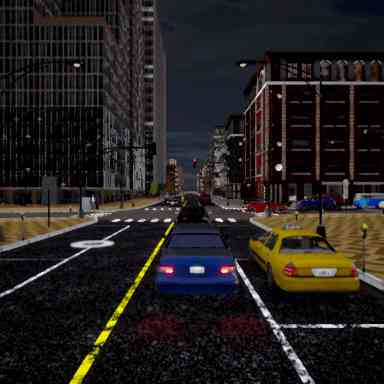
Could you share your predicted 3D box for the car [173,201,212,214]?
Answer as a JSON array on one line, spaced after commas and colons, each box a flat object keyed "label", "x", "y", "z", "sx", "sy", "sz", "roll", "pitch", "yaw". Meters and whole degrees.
[{"label": "car", "x": 0.086, "y": 1.501, "z": 18.654, "sx": 1.837, "sy": 1.490, "sz": 4.892, "roll": 0, "pitch": 0, "yaw": 0}]

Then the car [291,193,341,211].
[{"label": "car", "x": 13.290, "y": 1.155, "z": 36.452, "sx": 4.553, "sy": 1.767, "sz": 2.097, "roll": -1, "pitch": 0, "yaw": -1}]

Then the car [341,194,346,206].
[{"label": "car", "x": 15.318, "y": 1.086, "z": 38.953, "sx": 5.009, "sy": 1.841, "sz": 2.192, "roll": -1, "pitch": 1, "yaw": -1}]

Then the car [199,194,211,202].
[{"label": "car", "x": 2.571, "y": 1.305, "z": 63.411, "sx": 2.192, "sy": 1.841, "sz": 5.009, "roll": 0, "pitch": 0, "yaw": 0}]

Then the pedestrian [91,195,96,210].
[{"label": "pedestrian", "x": -12.343, "y": 1.262, "z": 41.602, "sx": 0.375, "sy": 1.860, "sz": 0.375, "roll": 0, "pitch": 1, "yaw": -1}]

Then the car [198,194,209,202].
[{"label": "car", "x": 2.573, "y": 1.305, "z": 74.597, "sx": 2.192, "sy": 1.841, "sz": 5.009, "roll": 0, "pitch": 0, "yaw": 0}]

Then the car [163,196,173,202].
[{"label": "car", "x": -5.307, "y": 1.540, "z": 74.597, "sx": 2.008, "sy": 1.369, "sz": 4.403, "roll": 0, "pitch": 0, "yaw": 0}]

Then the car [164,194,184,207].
[{"label": "car", "x": -2.837, "y": 1.483, "z": 51.254, "sx": 2.128, "sy": 1.511, "sz": 4.902, "roll": 0, "pitch": 0, "yaw": 0}]

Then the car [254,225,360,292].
[{"label": "car", "x": 2.565, "y": 1.523, "z": 8.764, "sx": 1.752, "sy": 1.417, "sz": 4.829, "roll": 0, "pitch": 0, "yaw": 0}]

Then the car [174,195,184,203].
[{"label": "car", "x": -2.741, "y": 1.468, "z": 71.367, "sx": 1.882, "sy": 1.535, "sz": 5.008, "roll": 0, "pitch": 0, "yaw": 0}]

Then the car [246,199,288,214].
[{"label": "car", "x": 7.587, "y": 1.445, "z": 33.833, "sx": 4.181, "sy": 1.385, "sz": 1.994, "roll": -1, "pitch": 0, "yaw": 11}]

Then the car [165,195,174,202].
[{"label": "car", "x": -5.307, "y": 1.534, "z": 80.190, "sx": 1.887, "sy": 1.381, "sz": 4.507, "roll": 0, "pitch": 0, "yaw": 0}]

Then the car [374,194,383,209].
[{"label": "car", "x": 23.092, "y": 1.206, "z": 36.583, "sx": 4.674, "sy": 1.442, "sz": 1.812, "roll": -1, "pitch": 0, "yaw": 0}]

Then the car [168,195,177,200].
[{"label": "car", "x": -5.305, "y": 1.540, "z": 91.376, "sx": 2.008, "sy": 1.369, "sz": 4.403, "roll": 0, "pitch": 0, "yaw": 0}]

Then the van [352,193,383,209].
[{"label": "van", "x": 20.974, "y": 1.042, "z": 39.012, "sx": 3.998, "sy": 1.788, "sz": 1.690, "roll": -1, "pitch": 1, "yaw": -1}]

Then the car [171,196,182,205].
[{"label": "car", "x": -2.810, "y": 1.516, "z": 60.881, "sx": 1.812, "sy": 1.442, "sz": 4.674, "roll": 0, "pitch": 0, "yaw": 0}]

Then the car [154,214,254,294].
[{"label": "car", "x": 0.098, "y": 1.545, "z": 8.913, "sx": 2.033, "sy": 1.411, "sz": 5.357, "roll": 0, "pitch": 0, "yaw": 0}]
